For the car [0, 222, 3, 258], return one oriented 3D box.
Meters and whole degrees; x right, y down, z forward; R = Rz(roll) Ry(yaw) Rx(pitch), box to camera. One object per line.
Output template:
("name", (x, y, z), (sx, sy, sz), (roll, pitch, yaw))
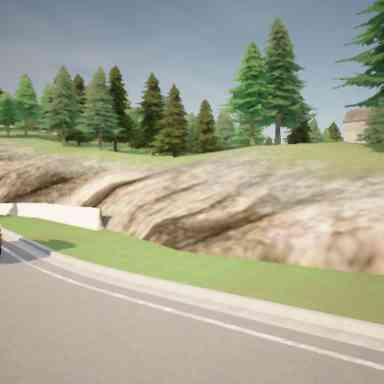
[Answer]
("car", (-8.375, 1.260, 11.868), (2.150, 2.045, 5.566), (0, 0, -40))
